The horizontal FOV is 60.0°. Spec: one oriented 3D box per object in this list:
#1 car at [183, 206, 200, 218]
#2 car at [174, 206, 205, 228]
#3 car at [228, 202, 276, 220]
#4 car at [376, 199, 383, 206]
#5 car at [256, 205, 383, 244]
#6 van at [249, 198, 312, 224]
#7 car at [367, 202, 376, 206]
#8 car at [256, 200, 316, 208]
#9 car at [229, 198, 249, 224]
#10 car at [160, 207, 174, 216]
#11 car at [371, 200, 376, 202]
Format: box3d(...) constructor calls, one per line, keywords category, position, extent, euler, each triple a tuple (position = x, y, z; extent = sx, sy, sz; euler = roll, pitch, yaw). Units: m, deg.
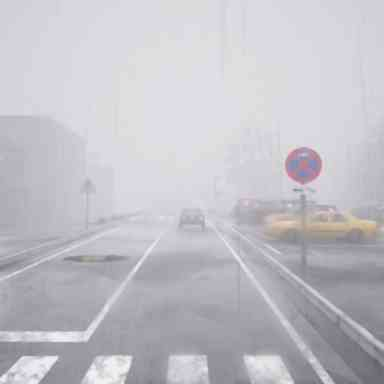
box3d(category="car", position=(-0.112, 2.446, 41.835), extent=(1.994, 1.385, 4.181), euler=(0, -3, 0))
box3d(category="car", position=(0.000, 1.806, 24.230), extent=(2.033, 1.411, 5.357), euler=(0, -1, 0))
box3d(category="car", position=(6.055, 1.865, 33.994), extent=(4.553, 1.767, 2.185), euler=(0, -2, -1))
box3d(category="car", position=(18.377, 1.556, 26.552), extent=(5.566, 2.045, 2.435), euler=(0, -2, -1))
box3d(category="car", position=(6.061, 1.577, 15.896), extent=(5.366, 1.575, 1.946), euler=(0, -1, -1))
box3d(category="van", position=(6.301, 1.458, 21.857), extent=(4.442, 1.987, 1.878), euler=(0, -1, -1))
box3d(category="car", position=(18.357, 1.883, 29.337), extent=(4.892, 1.521, 2.231), euler=(0, -2, -1))
box3d(category="car", position=(6.247, 1.499, 18.817), extent=(4.553, 1.767, 2.185), euler=(0, -1, -1))
box3d(category="car", position=(6.142, 1.572, 28.047), extent=(5.566, 2.045, 2.435), euler=(0, -1, -1))
box3d(category="car", position=(-3.512, 2.794, 48.290), extent=(1.895, 1.301, 4.718), euler=(0, -3, 0))
box3d(category="car", position=(18.295, 1.706, 32.011), extent=(5.566, 2.045, 2.435), euler=(0, -2, -1))
